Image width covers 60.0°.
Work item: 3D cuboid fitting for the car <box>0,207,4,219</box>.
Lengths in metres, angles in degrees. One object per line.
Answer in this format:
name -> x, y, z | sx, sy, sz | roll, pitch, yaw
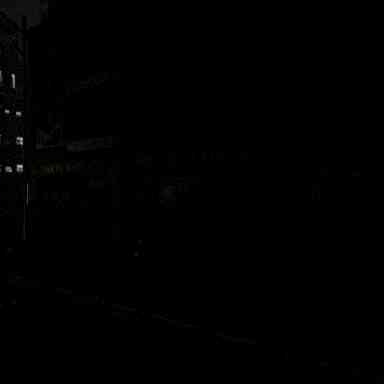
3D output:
car -> -19.414, 1.646, 29.615 | 2.097, 1.767, 4.553 | 0, -1, 34
